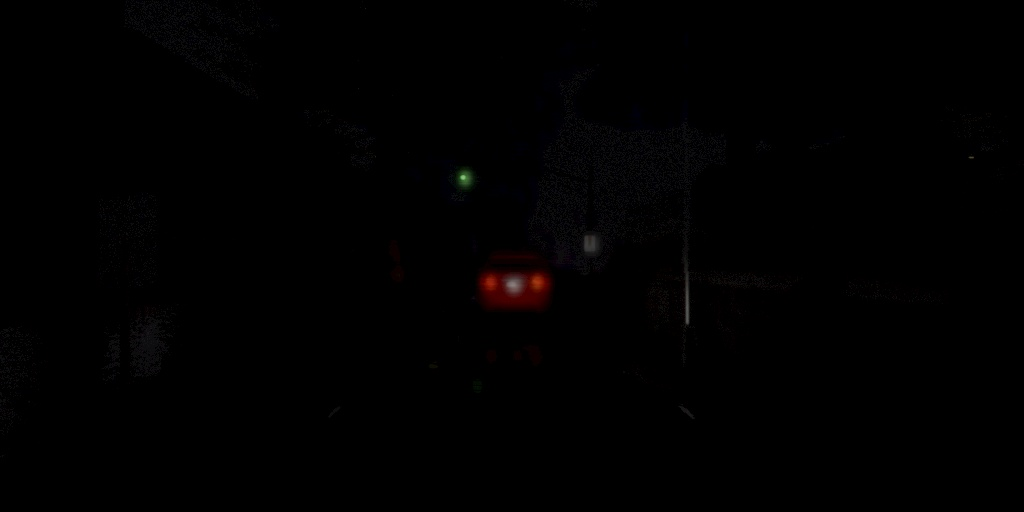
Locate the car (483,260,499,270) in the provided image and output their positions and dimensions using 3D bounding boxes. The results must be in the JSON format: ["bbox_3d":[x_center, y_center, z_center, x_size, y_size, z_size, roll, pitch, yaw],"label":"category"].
[{"bbox_3d":[-2.965,1.238,51.288,1.994,1.385,4.181,0,0,0],"label":"car"}]

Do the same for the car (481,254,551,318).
[{"bbox_3d":[0.233,0.947,13.105,2.150,2.045,5.566,0,0,4],"label":"car"}]
